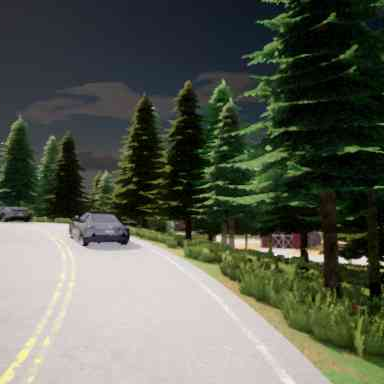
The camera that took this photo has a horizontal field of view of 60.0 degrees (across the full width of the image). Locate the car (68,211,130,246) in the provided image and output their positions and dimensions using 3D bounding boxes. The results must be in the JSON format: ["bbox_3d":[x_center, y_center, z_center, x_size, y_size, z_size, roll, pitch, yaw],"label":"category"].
[{"bbox_3d":[-4.325,1.564,15.231,1.994,1.385,4.181,3,-1,-29],"label":"car"}]

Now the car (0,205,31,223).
[{"bbox_3d":[-14.895,1.772,26.794,4.181,1.385,1.994,-3,-5,34],"label":"car"}]
